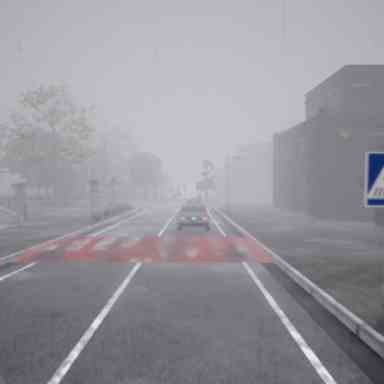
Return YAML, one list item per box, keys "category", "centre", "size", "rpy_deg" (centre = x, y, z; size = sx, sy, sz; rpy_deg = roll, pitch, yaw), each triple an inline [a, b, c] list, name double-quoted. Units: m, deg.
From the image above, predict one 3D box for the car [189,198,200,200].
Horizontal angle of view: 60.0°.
- category: "car"
  centre: [0.271, 1.337, 34.544]
  size: [1.994, 1.385, 4.181]
  rpy_deg: [0, 0, 2]

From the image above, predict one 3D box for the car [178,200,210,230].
- category: "car"
  centre: [0.101, 1.437, 20.031]
  size: [2.033, 1.411, 5.357]
  rpy_deg: [0, 0, 0]
